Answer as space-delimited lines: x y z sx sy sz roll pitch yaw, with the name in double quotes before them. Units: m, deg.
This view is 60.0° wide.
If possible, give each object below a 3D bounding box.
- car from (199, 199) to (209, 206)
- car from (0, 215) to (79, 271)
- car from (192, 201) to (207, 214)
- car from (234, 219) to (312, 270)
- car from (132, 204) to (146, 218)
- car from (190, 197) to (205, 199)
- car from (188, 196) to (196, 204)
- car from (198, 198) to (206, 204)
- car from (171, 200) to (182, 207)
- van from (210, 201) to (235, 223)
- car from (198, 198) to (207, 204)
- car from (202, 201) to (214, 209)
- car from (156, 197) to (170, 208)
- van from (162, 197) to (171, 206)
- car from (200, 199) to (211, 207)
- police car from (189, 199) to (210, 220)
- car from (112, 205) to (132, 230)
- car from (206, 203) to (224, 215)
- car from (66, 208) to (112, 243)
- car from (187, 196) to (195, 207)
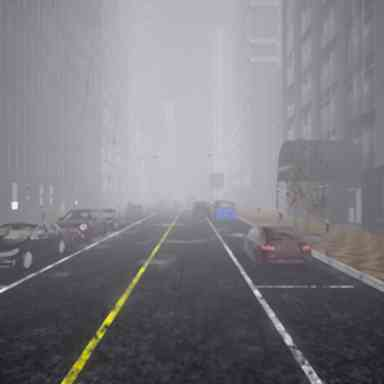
"car" 2.687 2.295 73.853 2.008 1.369 4.403 0 0 0
"car" -5.691 1.675 11.241 2.008 1.369 4.403 0 -1 0
"car" 0.898 1.944 42.334 1.837 1.490 4.892 0 -1 0
"car" 2.690 1.706 11.240 1.802 1.307 4.206 0 -1 0
"car" -5.692 1.937 34.010 1.802 1.307 4.206 0 -1 0
"car" 0.898 1.956 48.525 1.801 1.575 5.366 0 -1 0
"car" -0.004 1.931 83.113 2.150 2.045 5.566 0 0 0
"car" 2.687 2.330 90.930 1.967 1.590 4.097 0 0 0
"car" -3.015 2.212 65.223 2.033 1.411 5.357 0 -1 0
"van" 2.689 1.639 28.318 1.690 1.788 3.998 0 -1 0
"car" 2.687 2.282 85.239 1.967 1.590 4.097 0 0 0
"car" 2.688 2.165 56.776 1.802 1.307 4.206 0 -1 0
"car" -5.693 2.190 62.472 2.008 1.369 4.403 0 -1 0
"van" -5.693 2.086 73.858 1.690 1.788 3.998 0 -1 0
"car" 2.688 2.244 68.161 2.008 1.369 4.403 0 -1 0
"police car" 0.899 1.764 32.446 1.930 1.638 5.238 0 -1 0
"car" -5.691 1.791 22.626 2.008 1.369 4.403 0 -1 0
"car" 2.689 1.994 39.699 1.802 1.307 4.206 0 -1 0
"car" -5.692 1.623 16.935 1.967 1.590 4.097 0 -1 0
"car" -0.003 2.039 68.052 2.097 1.767 4.553 0 -1 0
